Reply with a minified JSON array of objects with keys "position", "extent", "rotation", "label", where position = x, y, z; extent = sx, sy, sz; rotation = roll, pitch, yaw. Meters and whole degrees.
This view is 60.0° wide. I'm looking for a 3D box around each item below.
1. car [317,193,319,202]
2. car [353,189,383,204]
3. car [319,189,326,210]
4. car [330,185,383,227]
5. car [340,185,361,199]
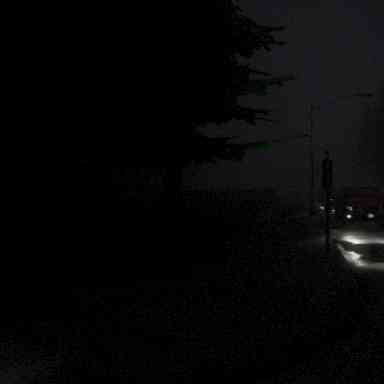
[{"position":[15.524,0.474,38.405],"extent":[2.033,1.411,5.357],"rotation":[0,1,18],"label":"car"},{"position":[19.269,0.471,36.513],"extent":[2.033,1.411,5.357],"rotation":[0,1,17],"label":"car"},{"position":[12.299,0.420,28.195],"extent":[2.150,2.045,5.566],"rotation":[0,1,17],"label":"car"},{"position":[9.197,0.684,18.234],"extent":[2.150,2.045,5.566],"rotation":[0,1,17],"label":"car"},{"position":[22.738,-0.027,47.905],"extent":[2.097,1.767,4.553],"rotation":[0,1,17],"label":"car"}]
